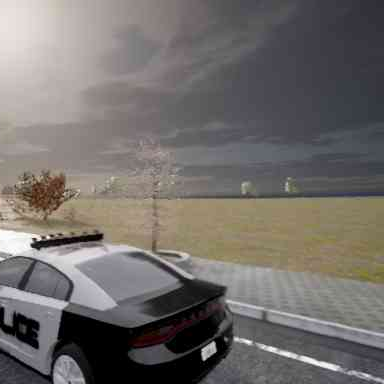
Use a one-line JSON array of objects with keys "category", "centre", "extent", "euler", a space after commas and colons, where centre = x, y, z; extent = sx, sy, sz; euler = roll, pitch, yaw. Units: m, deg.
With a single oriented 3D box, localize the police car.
[{"category": "police car", "centre": [-1.923, 1.427, 4.948], "extent": [5.238, 1.638, 1.930], "euler": [0, 0, 36]}]
